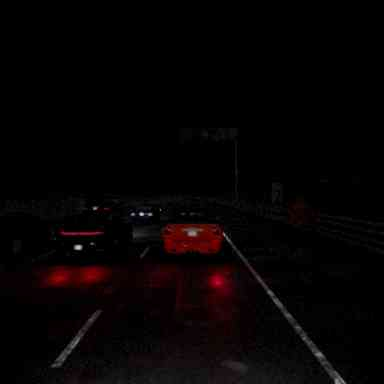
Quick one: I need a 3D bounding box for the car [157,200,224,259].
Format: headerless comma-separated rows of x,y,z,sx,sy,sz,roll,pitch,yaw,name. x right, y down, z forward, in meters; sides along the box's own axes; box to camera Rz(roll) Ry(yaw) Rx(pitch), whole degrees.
0.030,1.364,12.812,2.097,1.767,4.553,0,0,0,car

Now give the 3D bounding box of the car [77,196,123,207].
-6.995,1.315,26.760,2.150,2.045,5.566,0,0,0,car

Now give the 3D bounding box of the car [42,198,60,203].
-24.595,1.890,58.574,1.882,1.535,5.008,0,-1,0,car

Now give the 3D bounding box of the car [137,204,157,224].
-3.505,1.631,25.747,2.033,1.411,5.357,0,0,1,car

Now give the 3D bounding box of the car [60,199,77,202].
-21.103,1.940,58.756,1.812,1.442,4.674,0,-1,0,car

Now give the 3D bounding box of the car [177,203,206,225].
-0.005,1.632,25.770,2.033,1.411,5.357,0,0,0,car

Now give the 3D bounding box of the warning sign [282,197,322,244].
4.526,1.130,13.767,1.300,1.860,1.060,0,-1,0,warning sign

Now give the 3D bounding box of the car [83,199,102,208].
-17.611,1.921,58.906,1.837,1.490,4.892,0,-1,0,car

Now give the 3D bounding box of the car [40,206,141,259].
-3.470,1.501,12.574,2.128,1.511,4.902,0,0,0,car

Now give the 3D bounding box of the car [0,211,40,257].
-6.969,1.518,12.898,1.837,1.490,4.892,0,0,0,car
